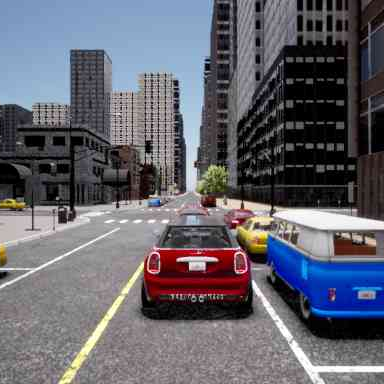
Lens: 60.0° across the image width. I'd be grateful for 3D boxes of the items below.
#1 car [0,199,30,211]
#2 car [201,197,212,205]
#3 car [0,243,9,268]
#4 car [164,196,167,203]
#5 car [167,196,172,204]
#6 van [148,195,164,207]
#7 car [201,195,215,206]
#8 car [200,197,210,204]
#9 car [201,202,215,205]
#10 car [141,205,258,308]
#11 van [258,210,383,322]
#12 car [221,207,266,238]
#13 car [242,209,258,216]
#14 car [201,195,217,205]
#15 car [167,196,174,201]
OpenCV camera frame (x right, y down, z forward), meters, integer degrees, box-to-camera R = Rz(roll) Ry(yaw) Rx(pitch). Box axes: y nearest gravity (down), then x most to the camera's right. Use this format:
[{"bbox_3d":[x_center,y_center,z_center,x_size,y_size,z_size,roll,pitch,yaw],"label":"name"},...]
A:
[{"bbox_3d":[-21.440,1.469,38.476,4.829,1.417,1.752,0,0,0],"label":"car"},{"bbox_3d":[2.637,1.621,61.715,1.887,1.381,4.507,0,0,0],"label":"car"},{"bbox_3d":[-5.698,1.525,6.775,1.752,1.417,4.829,0,0,0],"label":"car"},{"bbox_3d":[-5.739,1.505,56.181,1.967,1.590,4.097,0,0,0],"label":"car"},{"bbox_3d":[-5.748,1.529,67.231,1.967,1.590,4.097,0,0,0],"label":"car"},{"bbox_3d":[-5.734,1.395,50.658,1.690,1.788,3.998,0,0,0],"label":"van"},{"bbox_3d":[2.641,1.380,56.191,2.192,1.841,5.009,0,0,0],"label":"car"},{"bbox_3d":[2.633,1.655,67.239,1.947,1.339,4.313,0,0,0],"label":"car"},{"bbox_3d":[0.086,1.482,17.299,1.882,1.535,5.008,0,0,0],"label":"car"},{"bbox_3d":[0.093,1.352,8.093,2.097,1.767,4.553,0,0,0],"label":"car"},{"bbox_3d":[2.682,1.341,6.952,1.690,1.788,3.998,0,0,0],"label":"van"},{"bbox_3d":[2.673,1.587,18.279,1.802,1.307,4.206,0,0,0],"label":"car"},{"bbox_3d":[2.677,1.527,12.786,1.752,1.417,4.829,0,0,0],"label":"car"},{"bbox_3d":[2.645,1.369,50.667,2.192,1.841,5.009,0,0,0],"label":"car"},{"bbox_3d":[-5.765,1.673,89.155,1.752,1.417,4.829,0,0,0],"label":"car"}]
